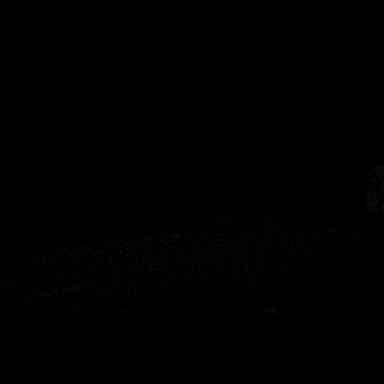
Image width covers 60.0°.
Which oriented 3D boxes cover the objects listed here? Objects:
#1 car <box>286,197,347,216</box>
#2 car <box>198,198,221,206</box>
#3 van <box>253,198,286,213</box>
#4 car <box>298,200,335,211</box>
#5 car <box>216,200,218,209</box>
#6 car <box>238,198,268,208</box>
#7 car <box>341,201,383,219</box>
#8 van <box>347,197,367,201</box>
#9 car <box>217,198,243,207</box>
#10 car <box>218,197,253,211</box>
[{"bbox_3d":[12.810,1.513,34.563,2.192,1.841,5.009,-1,0,-36],"label":"car"},{"bbox_3d":[3.241,1.922,62.631,2.008,1.369,4.403,-1,0,-36],"label":"car"},{"bbox_3d":[9.510,1.594,39.185,1.690,1.788,3.998,-1,0,-36],"label":"van"},{"bbox_3d":[16.446,1.731,44.148,1.947,1.339,4.313,-1,0,-36],"label":"car"},{"bbox_3d":[2.911,1.910,48.428,2.008,1.369,4.403,-1,0,-36],"label":"car"},{"bbox_3d":[9.744,1.797,53.528,1.752,1.417,4.829,-1,0,-36],"label":"car"},{"bbox_3d":[16.118,1.722,29.942,1.802,1.307,4.206,-1,0,-36],"label":"car"},{"bbox_3d":[19.742,1.450,39.526,1.690,1.788,3.998,-1,0,-36],"label":"van"},{"bbox_3d":[6.542,1.866,58.011,1.887,1.381,4.507,-1,0,-36],"label":"car"},{"bbox_3d":[6.208,1.622,43.806,2.192,1.841,5.009,-1,0,-36],"label":"car"}]
